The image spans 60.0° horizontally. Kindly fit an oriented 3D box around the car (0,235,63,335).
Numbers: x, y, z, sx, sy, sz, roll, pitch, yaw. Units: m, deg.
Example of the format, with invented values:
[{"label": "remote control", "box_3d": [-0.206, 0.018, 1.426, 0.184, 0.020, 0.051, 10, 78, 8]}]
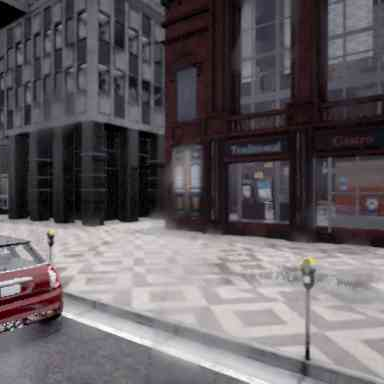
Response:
[{"label": "car", "box_3d": [-4.201, 1.454, 5.954, 4.097, 1.590, 1.967, 0, 0, 35]}]
